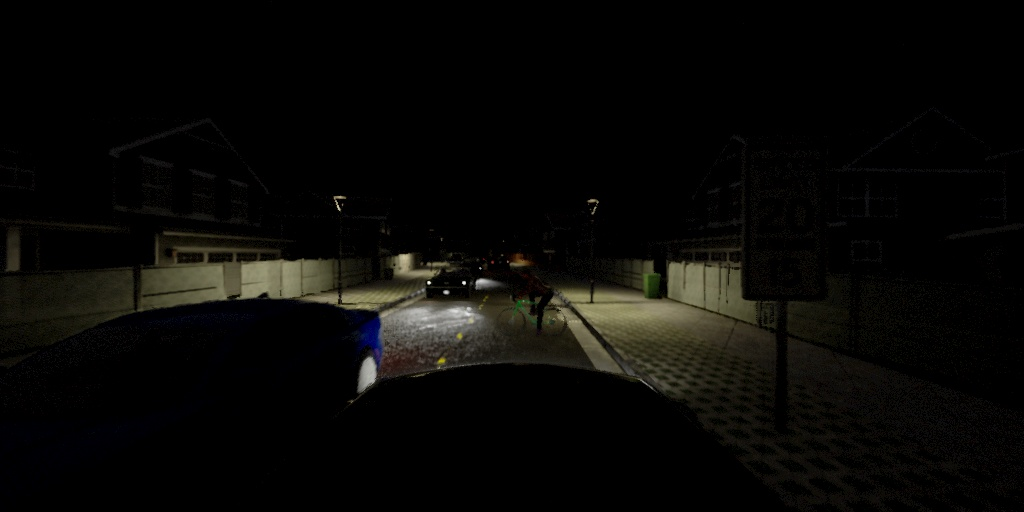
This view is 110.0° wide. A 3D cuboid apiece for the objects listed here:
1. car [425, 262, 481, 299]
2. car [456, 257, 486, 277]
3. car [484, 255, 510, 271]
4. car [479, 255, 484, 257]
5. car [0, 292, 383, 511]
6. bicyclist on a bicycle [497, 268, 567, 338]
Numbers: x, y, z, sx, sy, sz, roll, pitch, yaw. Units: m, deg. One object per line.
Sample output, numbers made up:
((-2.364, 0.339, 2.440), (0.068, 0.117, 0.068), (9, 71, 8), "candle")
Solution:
((-2.725, 1.157, 16.882), (1.895, 1.301, 4.718), (0, 1, -1), "car")
((-3.312, 0.993, 29.508), (1.895, 1.301, 4.718), (0, 1, -5), "car")
((-1.462, 0.643, 38.107), (2.097, 1.767, 4.553), (0, 1, -8), "car")
((-3.850, 0.609, 50.565), (1.837, 1.490, 4.892), (0, 0, -13), "car")
((-2.867, 1.196, 3.303), (1.882, 1.535, 5.008), (0, 1, 1), "car")
((0.469, 1.099, 8.419), (1.656, 1.620, 0.582), (0, 1, 1), "bicyclist on a bicycle")
